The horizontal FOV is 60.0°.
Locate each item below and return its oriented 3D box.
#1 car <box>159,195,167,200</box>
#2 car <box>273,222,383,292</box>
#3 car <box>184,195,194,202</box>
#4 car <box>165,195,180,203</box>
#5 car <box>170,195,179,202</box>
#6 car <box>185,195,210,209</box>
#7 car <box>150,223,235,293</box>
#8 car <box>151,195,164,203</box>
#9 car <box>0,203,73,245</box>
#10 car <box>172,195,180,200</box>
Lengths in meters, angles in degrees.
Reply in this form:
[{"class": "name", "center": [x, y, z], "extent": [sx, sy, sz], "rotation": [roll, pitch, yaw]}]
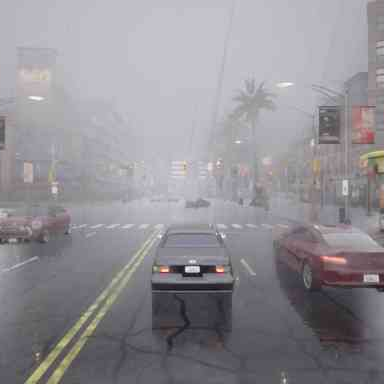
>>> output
[{"class": "car", "center": [-7.824, 1.595, 90.598], "extent": [1.895, 1.301, 4.718], "rotation": [0, 0, -1]}, {"class": "car", "center": [3.498, 1.526, 8.805], "extent": [1.812, 1.442, 4.674], "rotation": [0, 0, 0]}, {"class": "car", "center": [-0.703, 1.524, 77.959], "extent": [2.128, 1.511, 4.902], "rotation": [0, 0, -1]}, {"class": "car", "center": [-4.148, 1.478, 71.718], "extent": [1.882, 1.535, 5.008], "rotation": [0, 0, -1]}, {"class": "car", "center": [-4.232, 1.524, 80.913], "extent": [1.812, 1.442, 4.674], "rotation": [0, 0, -1]}, {"class": "car", "center": [0.760, 1.526, 44.207], "extent": [1.812, 1.442, 4.674], "rotation": [1, 0, 30]}, {"class": "car", "center": [-0.001, 1.547, 8.961], "extent": [2.033, 1.411, 5.357], "rotation": [0, 0, 0]}, {"class": "car", "center": [-7.643, 1.524, 71.178], "extent": [1.812, 1.442, 4.674], "rotation": [0, 0, -1]}, {"class": "car", "center": [-7.275, 1.352, 15.601], "extent": [2.097, 1.767, 4.553], "rotation": [0, 0, -2]}, {"class": "car", "center": [-4.326, 1.500, 90.963], "extent": [1.837, 1.490, 4.892], "rotation": [0, 0, -1]}]
